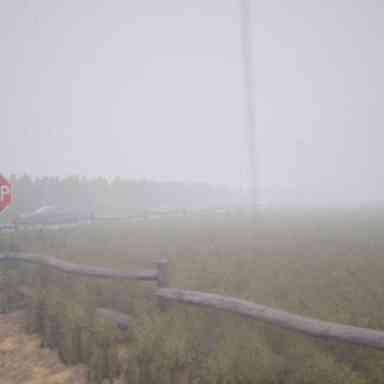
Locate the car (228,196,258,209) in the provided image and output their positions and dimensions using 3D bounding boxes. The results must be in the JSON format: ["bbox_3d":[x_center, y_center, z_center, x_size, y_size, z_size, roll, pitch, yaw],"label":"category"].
[{"bbox_3d":[7.145,1.577,45.985,2.150,2.045,5.566,-1,-1,36],"label":"car"}]

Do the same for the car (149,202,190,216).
[{"bbox_3d":[-2.176,1.749,33.170,2.128,1.511,4.902,-1,-1,36],"label":"car"}]

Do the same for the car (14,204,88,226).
[{"bbox_3d":[-9.563,1.634,22.906,1.882,1.535,5.008,-1,-1,36],"label":"car"}]
